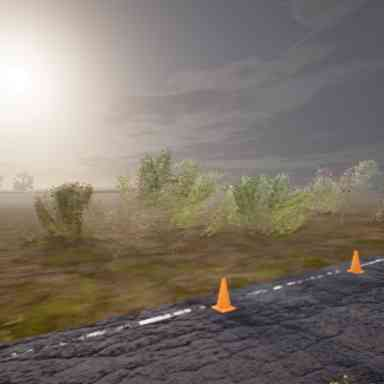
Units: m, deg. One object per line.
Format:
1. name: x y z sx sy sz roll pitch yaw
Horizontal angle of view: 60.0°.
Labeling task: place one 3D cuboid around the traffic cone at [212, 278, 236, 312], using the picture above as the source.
1. traffic cone: 0.621 1.954 6.423 0.340 0.580 0.340 0 0 -36

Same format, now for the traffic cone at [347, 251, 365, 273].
1. traffic cone: 4.624 1.947 9.373 0.340 0.580 0.340 0 0 -37
